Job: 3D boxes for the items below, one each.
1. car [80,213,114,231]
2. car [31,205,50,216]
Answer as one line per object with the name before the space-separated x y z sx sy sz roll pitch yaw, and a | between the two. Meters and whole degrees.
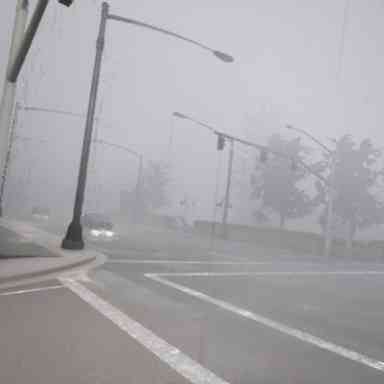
car | -8.723 2.682 30.481 1.994 1.385 4.181 10 -6 -36
car | -22.438 2.698 49.337 1.994 1.385 4.181 10 -6 -36
